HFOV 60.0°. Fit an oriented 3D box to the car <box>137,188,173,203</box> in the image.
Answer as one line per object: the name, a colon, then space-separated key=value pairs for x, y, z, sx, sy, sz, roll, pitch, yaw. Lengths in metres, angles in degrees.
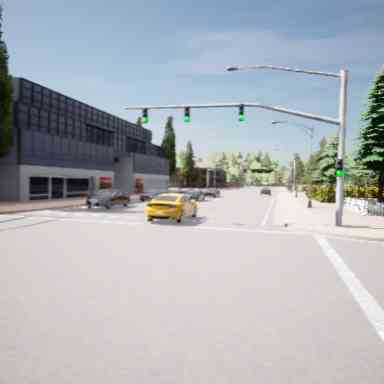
car: x=-3.945 y=0.303 z=36.544 sx=2.033 sy=1.411 sz=5.357 roll=2 pitch=2 yaw=15

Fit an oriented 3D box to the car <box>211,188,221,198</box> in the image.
car: x=3.002 y=0.087 z=48.824 sx=2.033 sy=1.411 sz=5.357 roll=2 pitch=2 yaw=15

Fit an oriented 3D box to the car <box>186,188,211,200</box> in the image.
car: x=0.284 y=0.277 z=38.822 sx=2.128 sy=1.511 sz=4.902 roll=2 pitch=2 yaw=15

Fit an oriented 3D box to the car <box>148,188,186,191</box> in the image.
car: x=-2.350 y=0.535 z=28.957 sx=1.837 sy=1.490 sz=4.892 roll=2 pitch=2 yaw=15

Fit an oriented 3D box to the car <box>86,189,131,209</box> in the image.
car: x=-6.578 y=0.493 z=26.633 sx=2.128 sy=1.511 sz=4.902 roll=2 pitch=2 yaw=15

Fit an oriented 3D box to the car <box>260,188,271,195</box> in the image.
car: x=14.153 y=-0.130 z=63.617 sx=1.812 sy=1.442 sz=4.674 roll=2 pitch=2 yaw=15

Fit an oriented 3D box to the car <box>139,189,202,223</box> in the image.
car: x=-1.037 y=0.837 z=19.345 sx=1.882 sy=1.535 sz=5.008 roll=2 pitch=2 yaw=14

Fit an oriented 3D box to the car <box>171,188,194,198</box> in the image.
car: x=-1.259 y=0.112 z=46.473 sx=1.895 sy=1.301 sz=4.718 roll=2 pitch=2 yaw=15
